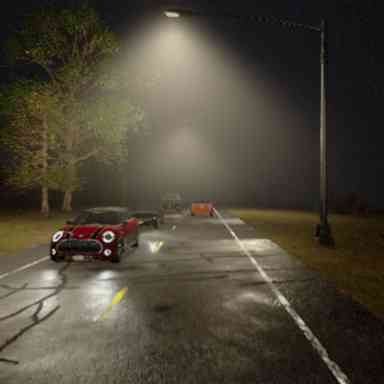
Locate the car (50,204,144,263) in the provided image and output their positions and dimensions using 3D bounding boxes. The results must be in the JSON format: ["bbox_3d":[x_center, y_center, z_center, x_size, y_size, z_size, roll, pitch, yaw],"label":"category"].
[{"bbox_3d":[-3.278,1.364,12.047,2.097,1.767,4.553,0,0,2],"label":"car"}]

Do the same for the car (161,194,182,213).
[{"bbox_3d":[-2.368,1.216,38.860,2.150,2.045,5.566,0,0,2],"label":"car"}]

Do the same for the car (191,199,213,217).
[{"bbox_3d":[1.013,1.437,33.051,2.097,1.767,4.553,0,0,2],"label":"car"}]

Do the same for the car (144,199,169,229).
[{"bbox_3d":[-2.959,1.515,22.396,1.882,1.535,5.008,0,0,2],"label":"car"}]

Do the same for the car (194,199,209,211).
[{"bbox_3d":[1.285,1.640,43.637,1.812,1.442,4.674,0,0,2],"label":"car"}]
